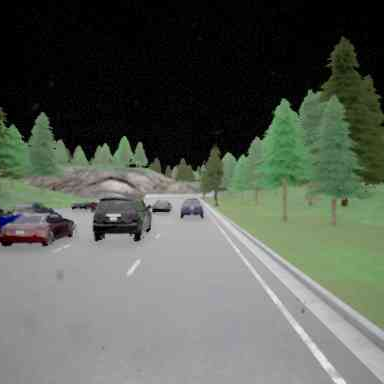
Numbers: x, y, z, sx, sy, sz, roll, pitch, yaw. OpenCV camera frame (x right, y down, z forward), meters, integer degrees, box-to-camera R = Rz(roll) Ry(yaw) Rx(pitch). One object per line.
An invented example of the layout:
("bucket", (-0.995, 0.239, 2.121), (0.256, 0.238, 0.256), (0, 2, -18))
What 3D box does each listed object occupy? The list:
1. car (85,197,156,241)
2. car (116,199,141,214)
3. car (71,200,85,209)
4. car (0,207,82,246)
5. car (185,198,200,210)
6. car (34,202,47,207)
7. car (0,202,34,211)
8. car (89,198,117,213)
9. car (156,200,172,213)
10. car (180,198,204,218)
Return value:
("car", (-3.392, 1.244, 17.031), (2.150, 2.045, 5.566), (0, 0, 0))
("car", (-6.883, 1.551, 36.635), (1.837, 1.490, 4.892), (0, 0, 0))
("car", (-13.948, 1.655, 43.043), (1.895, 1.301, 4.718), (0, 0, 1))
("car", (-6.892, 1.584, 15.336), (1.994, 1.385, 4.181), (0, 0, 0))
("car", (0.063, 1.559, 44.208), (1.837, 1.490, 4.892), (0, 0, 1))
("car", (-13.985, 1.585, 29.027), (2.033, 1.411, 5.357), (0, 0, 0))
("car", (-10.391, 1.500, 17.100), (1.882, 1.535, 5.008), (0, 0, 0))
("car", (-10.381, 1.526, 39.164), (1.882, 1.535, 5.008), (0, 0, 0))
("car", (-3.382, 1.611, 38.265), (1.994, 1.385, 4.181), (0, 0, 0))
("car", (0.021, 1.388, 30.427), (2.097, 1.767, 4.553), (0, 0, 0))
